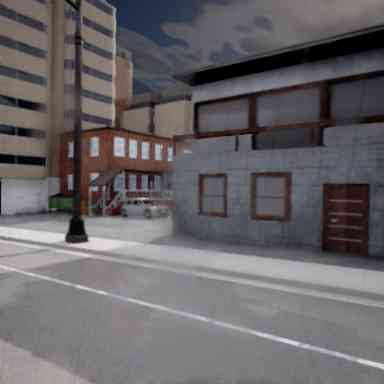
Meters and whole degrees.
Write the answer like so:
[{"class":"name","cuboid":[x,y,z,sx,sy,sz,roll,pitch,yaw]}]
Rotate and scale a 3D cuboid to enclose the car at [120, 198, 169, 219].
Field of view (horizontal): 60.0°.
[{"class":"car","cuboid":[-3.644,1.222,25.473,3.806,1.475,1.970,0,0,36]}]
